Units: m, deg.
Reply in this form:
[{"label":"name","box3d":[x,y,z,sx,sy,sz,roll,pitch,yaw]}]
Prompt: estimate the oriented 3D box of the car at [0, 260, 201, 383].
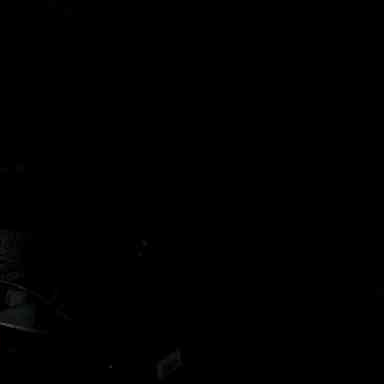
[{"label":"car","box3d":[-1.892,1.554,4.163,4.313,1.339,1.947,0,0,36]}]
